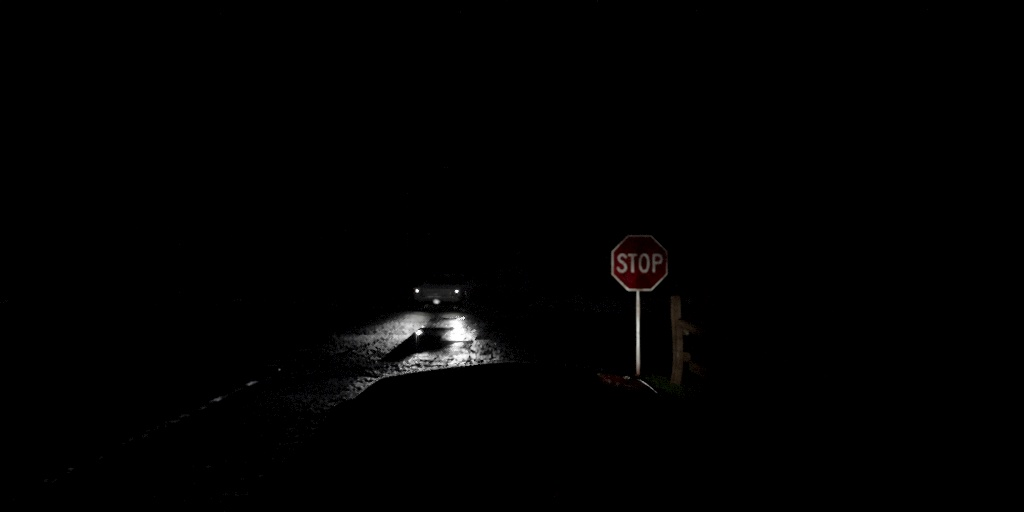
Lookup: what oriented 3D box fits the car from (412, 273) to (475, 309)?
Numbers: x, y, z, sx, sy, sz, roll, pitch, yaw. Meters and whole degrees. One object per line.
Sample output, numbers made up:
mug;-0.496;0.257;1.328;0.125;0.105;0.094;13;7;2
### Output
car;-2.739;1.394;15.221;1.895;1.301;4.718;1;-1;0
